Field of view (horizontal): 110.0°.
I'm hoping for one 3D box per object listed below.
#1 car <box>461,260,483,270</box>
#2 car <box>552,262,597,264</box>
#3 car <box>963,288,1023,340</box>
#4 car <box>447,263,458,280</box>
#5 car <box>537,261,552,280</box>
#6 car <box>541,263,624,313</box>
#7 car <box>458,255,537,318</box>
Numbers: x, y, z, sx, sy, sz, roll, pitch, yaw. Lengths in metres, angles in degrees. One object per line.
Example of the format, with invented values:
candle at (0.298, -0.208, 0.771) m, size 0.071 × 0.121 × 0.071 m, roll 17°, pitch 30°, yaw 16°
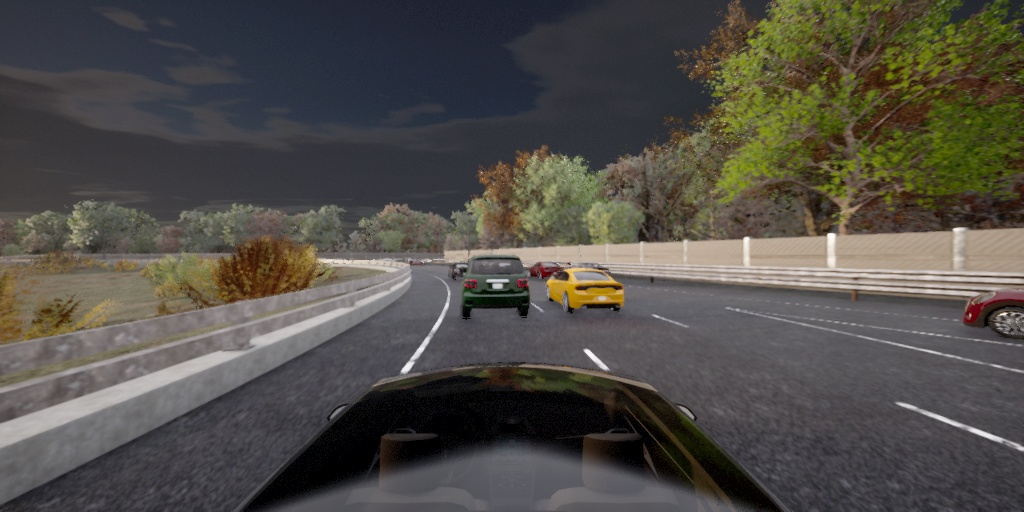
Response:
car at (-5.988, 1.321, 53.248) m, size 1.994 × 1.385 × 4.181 m, roll 0°, pitch 0°, yaw -27°
car at (5.060, 1.214, 25.477) m, size 2.128 × 1.511 × 4.902 m, roll 0°, pitch 0°, yaw -20°
car at (13.226, 1.054, 7.573) m, size 2.097 × 1.767 × 4.553 m, roll 0°, pitch 0°, yaw -28°
car at (-4.456, 1.284, 31.292) m, size 1.812 × 1.442 × 4.674 m, roll 0°, pitch 0°, yaw -16°
car at (2.832, 1.209, 31.051) m, size 1.882 × 1.535 × 5.008 m, roll 0°, pitch 0°, yaw -15°
car at (2.651, 1.215, 14.063) m, size 1.882 × 1.535 × 5.008 m, roll 0°, pitch 0°, yaw -6°
car at (-0.727, 0.972, 13.176) m, size 2.150 × 2.045 × 5.566 m, roll 0°, pitch 0°, yaw -7°
